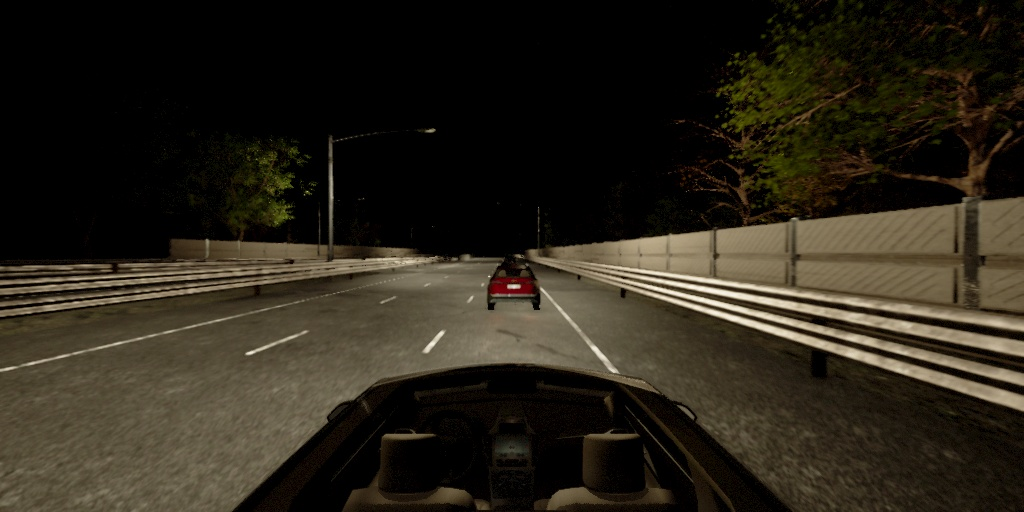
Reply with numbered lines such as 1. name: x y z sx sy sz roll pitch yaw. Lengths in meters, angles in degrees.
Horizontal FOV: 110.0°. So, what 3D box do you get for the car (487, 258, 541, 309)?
1. car: 0.054 1.073 14.258 2.033 1.649 4.856 0 1 0
